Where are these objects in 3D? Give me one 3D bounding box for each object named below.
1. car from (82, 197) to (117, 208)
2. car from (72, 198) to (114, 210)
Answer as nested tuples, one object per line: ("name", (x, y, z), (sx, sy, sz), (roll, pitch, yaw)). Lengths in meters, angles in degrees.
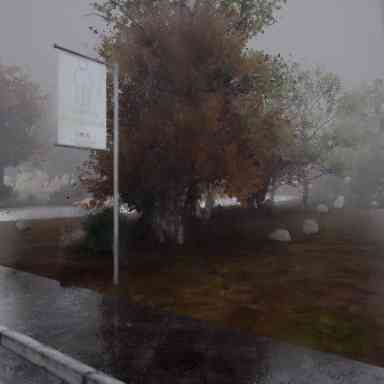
("car", (-13.487, 1.462, 48.755), (1.837, 1.490, 4.892), (0, 0, 38))
("car", (-13.174, 1.449, 43.474), (1.882, 1.535, 5.008), (0, 0, 38))
